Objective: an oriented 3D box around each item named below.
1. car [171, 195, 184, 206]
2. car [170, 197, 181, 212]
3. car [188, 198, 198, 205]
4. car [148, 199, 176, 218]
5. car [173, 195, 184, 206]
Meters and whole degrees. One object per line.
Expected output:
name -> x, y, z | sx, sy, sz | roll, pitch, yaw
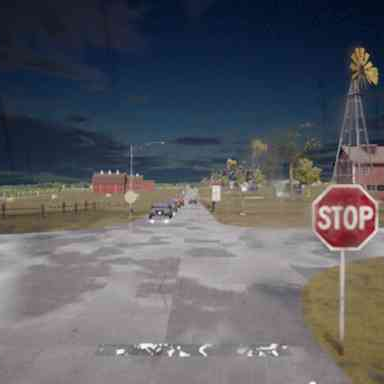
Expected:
car -> -2.566, 1.524, 60.611 | 2.150, 2.045, 5.566 | 0, -1, 1
car -> -2.705, 1.674, 40.112 | 1.994, 1.385, 4.181 | 0, 0, 1
car -> 0.231, 1.963, 70.976 | 1.812, 1.442, 4.674 | 0, -1, 0
car -> -2.751, 1.619, 30.206 | 1.994, 1.385, 4.181 | 0, 0, 0
car -> -2.667, 1.684, 50.296 | 2.128, 1.511, 4.902 | 0, -1, 0
